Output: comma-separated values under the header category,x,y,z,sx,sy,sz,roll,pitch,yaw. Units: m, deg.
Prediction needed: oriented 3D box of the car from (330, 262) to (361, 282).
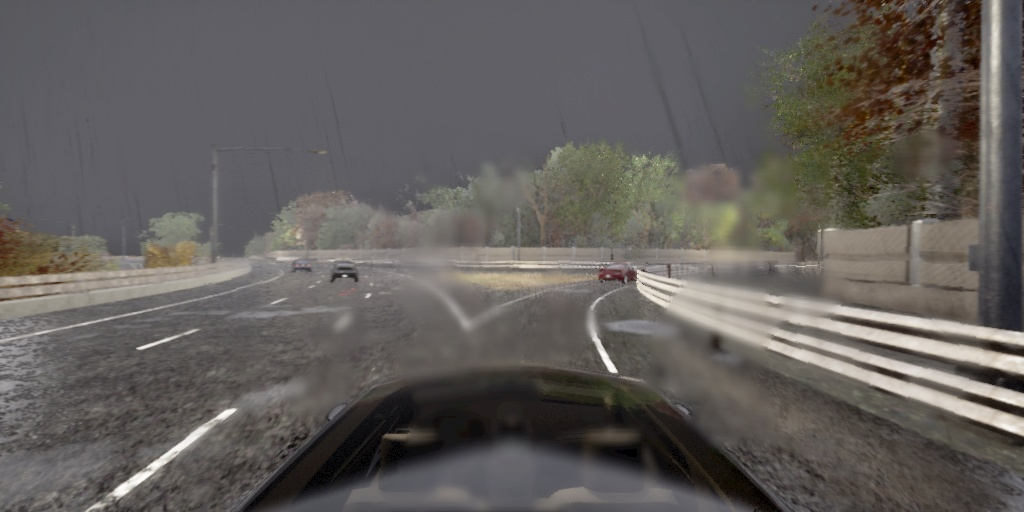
category,x,y,z,sx,sy,sz,roll,pitch,yaw
car,-12.959,1.174,27.903,1.837,1.490,4.892,1,0,-24

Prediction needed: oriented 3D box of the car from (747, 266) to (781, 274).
category,x,y,z,sx,sy,sz,roll,pitch,yaw
car,31.377,1.504,44.666,4.181,1.385,1.994,0,0,-24

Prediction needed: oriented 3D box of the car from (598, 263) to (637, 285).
category,x,y,z,sx,sy,sz,roll,pitch,yaw
car,8.248,1.277,27.288,1.882,1.535,5.008,-1,-1,36

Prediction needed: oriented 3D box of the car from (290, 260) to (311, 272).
category,x,y,z,sx,sy,sz,roll,pitch,yaw
car,-25.631,1.139,43.528,2.033,1.411,5.357,0,0,-36
